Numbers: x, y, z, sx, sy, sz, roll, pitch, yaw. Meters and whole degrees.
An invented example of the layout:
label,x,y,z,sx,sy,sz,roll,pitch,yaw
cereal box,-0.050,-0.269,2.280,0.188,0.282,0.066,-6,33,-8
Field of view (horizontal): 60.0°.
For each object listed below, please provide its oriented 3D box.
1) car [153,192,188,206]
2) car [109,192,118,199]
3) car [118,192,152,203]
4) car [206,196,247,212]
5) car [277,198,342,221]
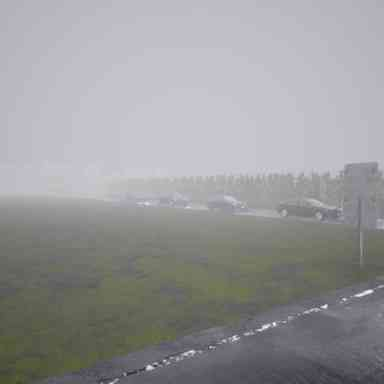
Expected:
label,x,y,z,sx,sy,sz,roll,pitch,yaw
car,-2.403,0.756,40.296,2.097,1.767,4.553,1,1,-36
car,-13.635,0.593,60.749,1.994,1.385,4.181,1,1,-36
car,-8.384,0.773,48.648,2.033,1.411,5.357,1,1,-35
car,3.288,1.101,32.390,1.812,1.442,4.674,1,1,-36
car,8.655,1.217,24.862,1.882,1.535,5.008,1,1,-34
